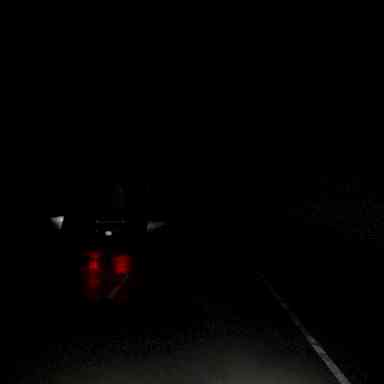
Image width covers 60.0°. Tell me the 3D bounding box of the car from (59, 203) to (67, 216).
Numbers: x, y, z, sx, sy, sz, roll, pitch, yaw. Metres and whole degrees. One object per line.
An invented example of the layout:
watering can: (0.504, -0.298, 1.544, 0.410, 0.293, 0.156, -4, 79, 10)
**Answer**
car: (-10.451, 1.432, 30.225, 1.994, 1.385, 4.181, 0, 0, 0)

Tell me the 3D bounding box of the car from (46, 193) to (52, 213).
car: (-13.962, 1.104, 28.414, 2.150, 2.045, 5.566, 0, 0, 0)

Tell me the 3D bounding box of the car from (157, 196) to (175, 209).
car: (-3.206, 1.282, 40.776, 1.882, 1.535, 5.008, 0, 1, 0)

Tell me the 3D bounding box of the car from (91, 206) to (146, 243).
car: (-3.321, 1.419, 15.734, 2.128, 1.511, 4.902, 0, 0, 0)

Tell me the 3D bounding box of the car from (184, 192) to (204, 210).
car: (0.282, 1.027, 39.666, 2.150, 2.045, 5.566, 0, 0, 0)
